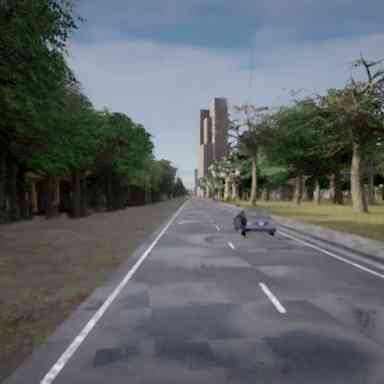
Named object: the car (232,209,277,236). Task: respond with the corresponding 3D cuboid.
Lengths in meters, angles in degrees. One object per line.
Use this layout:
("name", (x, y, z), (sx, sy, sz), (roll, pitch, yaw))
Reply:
("car", (3.580, 1.712, 19.740), (2.033, 1.411, 5.357), (0, 0, 0))

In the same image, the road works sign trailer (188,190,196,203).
("road works sign trailer", (-0.026, 1.350, 93.715), (2.380, 3.560, 2.880), (0, -1, 0))
